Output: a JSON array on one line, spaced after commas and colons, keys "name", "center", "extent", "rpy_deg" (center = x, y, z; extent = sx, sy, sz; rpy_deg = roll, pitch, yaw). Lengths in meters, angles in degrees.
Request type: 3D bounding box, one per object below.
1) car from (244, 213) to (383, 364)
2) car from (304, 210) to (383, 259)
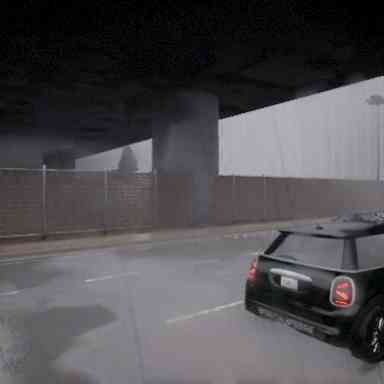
[{"name": "car", "center": [3.152, 1.338, 6.093], "extent": [4.553, 1.767, 2.097], "rpy_deg": [0, 0, -35]}, {"name": "car", "center": [6.537, 1.533, 13.061], "extent": [4.181, 1.385, 1.994], "rpy_deg": [0, 0, -36]}]
